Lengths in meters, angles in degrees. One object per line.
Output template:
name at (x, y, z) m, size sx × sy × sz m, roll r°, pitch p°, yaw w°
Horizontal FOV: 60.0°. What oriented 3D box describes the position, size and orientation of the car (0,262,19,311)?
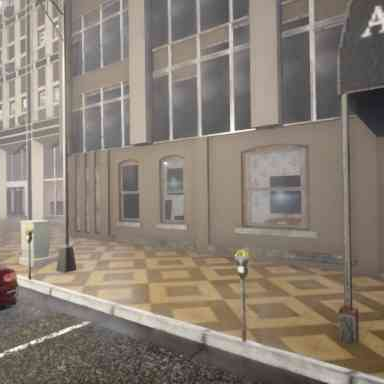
car at (-4.975, 1.584, 6.433) m, size 4.206 × 1.307 × 1.802 m, roll 0°, pitch -1°, yaw 35°
